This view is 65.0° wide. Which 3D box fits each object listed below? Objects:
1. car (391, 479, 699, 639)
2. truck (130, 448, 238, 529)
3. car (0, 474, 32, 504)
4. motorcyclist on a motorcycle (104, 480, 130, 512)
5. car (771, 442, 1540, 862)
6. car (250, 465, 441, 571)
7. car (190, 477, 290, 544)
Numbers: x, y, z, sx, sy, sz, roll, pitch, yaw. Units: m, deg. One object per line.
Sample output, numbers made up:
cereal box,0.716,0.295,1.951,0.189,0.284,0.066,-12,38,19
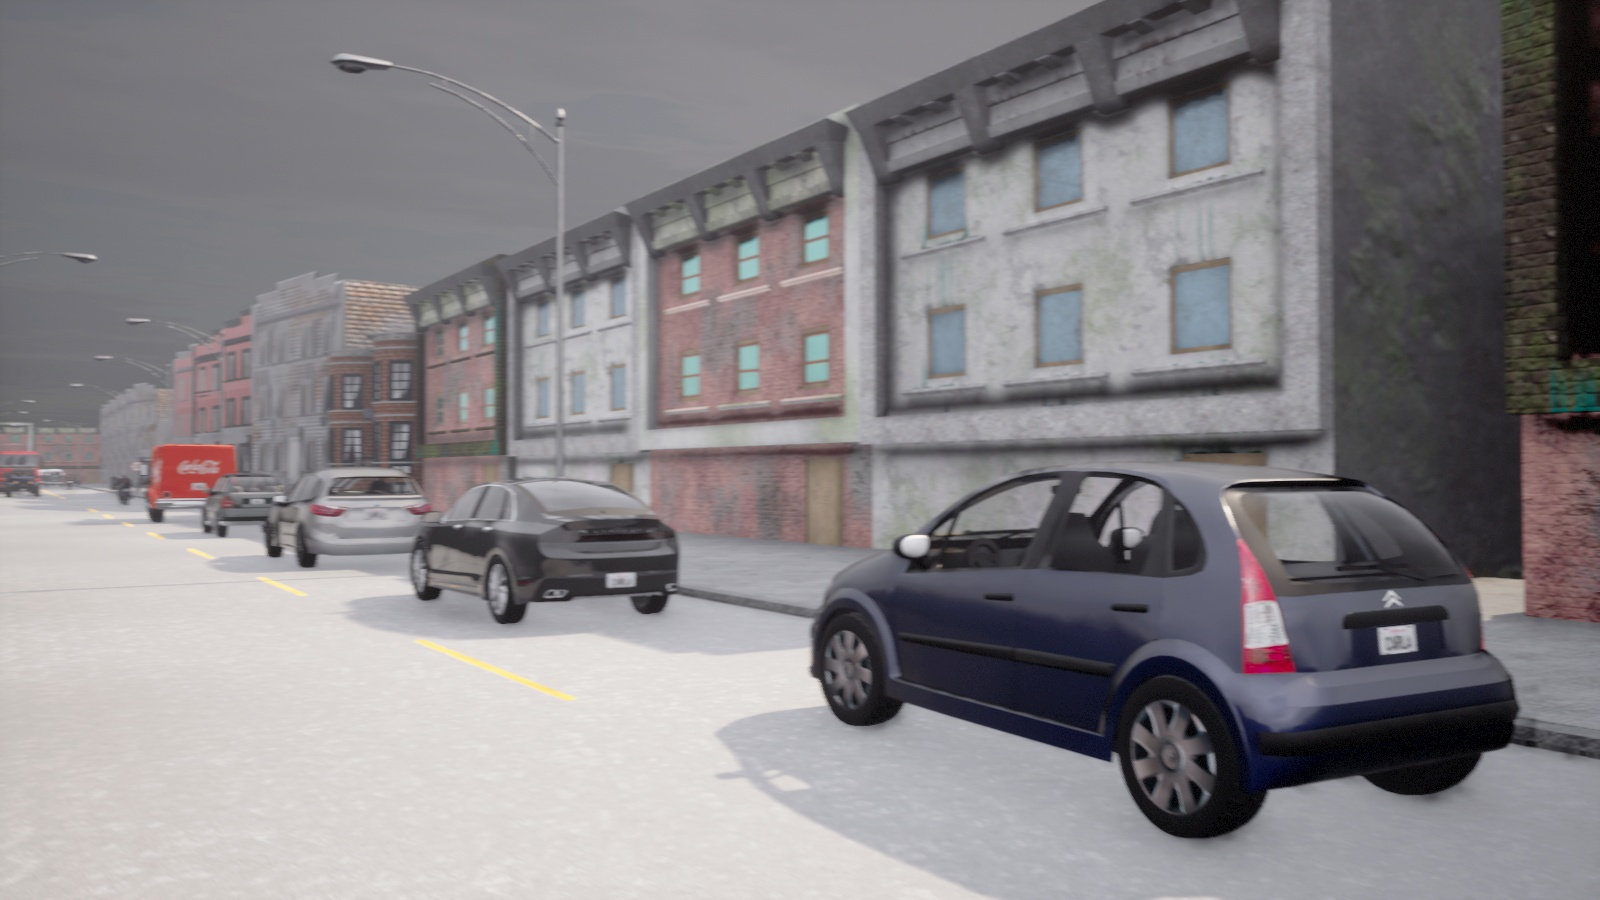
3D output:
car,-3.151,1.102,14.552,1.837,1.490,4.892,0,-1,-33
truck,-20.455,1.247,41.547,2.627,2.467,5.204,0,-1,-33
car,-51.532,2.555,82.425,1.905,1.878,3.866,0,-1,-32
motorcyclist on a motorcycle,-33.344,2.244,61.273,0.866,1.530,2.191,0,-1,-36
car,1.597,0.817,7.047,1.851,1.617,3.988,0,-1,-29
car,-8.239,1.130,22.482,2.242,1.667,4.611,0,-1,-33
car,-14.262,1.489,31.882,1.789,1.549,3.705,0,-1,-33
